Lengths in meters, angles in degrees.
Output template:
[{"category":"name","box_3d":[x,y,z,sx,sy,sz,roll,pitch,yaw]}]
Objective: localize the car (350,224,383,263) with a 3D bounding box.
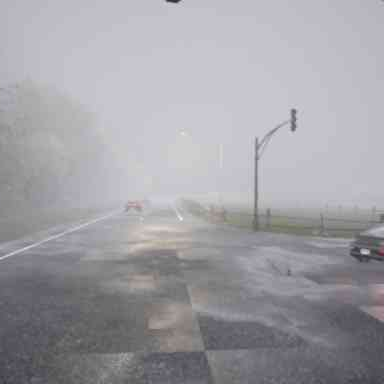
[{"category":"car","box_3d":[7.483,1.761,11.339,4.674,1.442,1.812,2,-3,-25]}]

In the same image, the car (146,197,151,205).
[{"category":"car","box_3d":[-9.044,1.744,64.476,1.837,1.490,4.892,1,0,-5]}]

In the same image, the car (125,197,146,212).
[{"category":"car","box_3d":[-6.999,1.635,40.284,1.837,1.490,4.892,1,-1,-5]}]
